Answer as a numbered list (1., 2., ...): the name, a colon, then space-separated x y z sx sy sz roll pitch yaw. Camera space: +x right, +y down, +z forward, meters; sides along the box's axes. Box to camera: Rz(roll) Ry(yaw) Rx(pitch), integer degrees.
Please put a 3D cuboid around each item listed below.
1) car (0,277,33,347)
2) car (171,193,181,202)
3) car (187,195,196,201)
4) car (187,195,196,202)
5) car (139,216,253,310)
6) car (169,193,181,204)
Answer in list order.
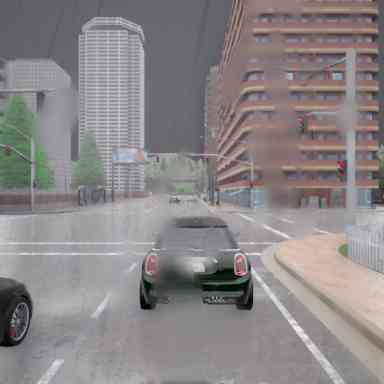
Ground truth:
1. car: -3.433 1.526 3.358 1.812 1.442 4.674 0 0 0
2. car: -3.668 1.219 76.127 2.150 2.045 5.566 0 0 0
3. car: -0.188 1.507 85.386 2.128 1.511 4.902 0 0 0
4. car: -0.168 1.519 76.386 1.812 1.442 4.674 0 0 0
5. car: 0.096 1.352 7.978 2.097 1.767 4.553 0 0 1
6. car: -3.544 1.492 65.462 2.128 1.511 4.902 0 0 0
